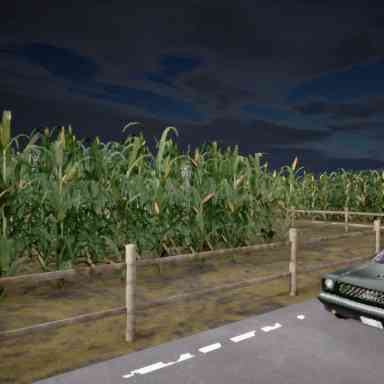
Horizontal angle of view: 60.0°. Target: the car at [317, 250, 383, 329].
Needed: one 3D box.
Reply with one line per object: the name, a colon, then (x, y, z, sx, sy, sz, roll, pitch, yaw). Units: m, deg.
car: (4.441, 1.603, 6.139, 4.718, 1.301, 1.895, 0, 0, -35)
